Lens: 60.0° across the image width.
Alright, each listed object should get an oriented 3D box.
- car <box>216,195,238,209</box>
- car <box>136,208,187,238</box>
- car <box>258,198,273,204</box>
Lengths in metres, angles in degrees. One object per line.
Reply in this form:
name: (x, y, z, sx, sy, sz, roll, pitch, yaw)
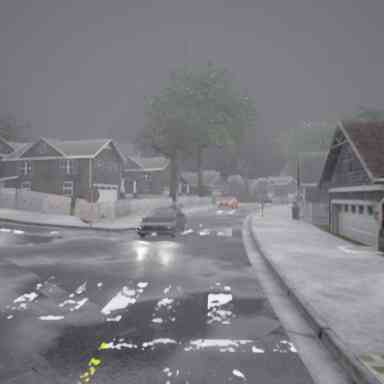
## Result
car: (4.671, 1.324, 44.078, 2.097, 1.767, 4.553, 0, 0, 18)
car: (-1.431, 1.559, 17.969, 2.033, 1.411, 5.357, 0, 0, 7)
car: (15.055, 1.770, 67.822, 1.895, 1.301, 4.718, 0, -1, 28)
